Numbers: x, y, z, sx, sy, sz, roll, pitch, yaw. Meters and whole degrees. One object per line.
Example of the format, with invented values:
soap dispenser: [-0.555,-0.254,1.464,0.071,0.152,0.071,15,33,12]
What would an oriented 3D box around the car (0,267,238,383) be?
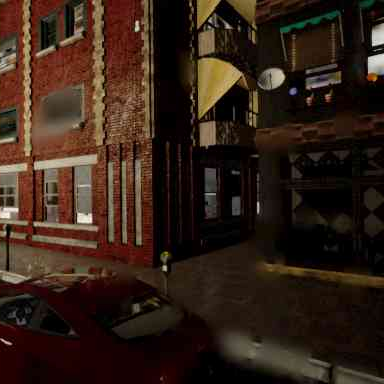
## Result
car: [-1.501,1.583,3.923,4.206,1.307,1.802,0,-1,36]
